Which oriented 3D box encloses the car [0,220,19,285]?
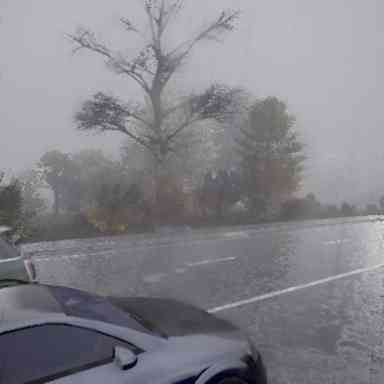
[{"bbox_3d":[-7.073,1.556,7.555,5.357,1.411,2.033,0,0,-36],"label":"car"}]

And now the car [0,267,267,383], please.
[{"bbox_3d":[-1.309,1.566,2.853,4.181,1.385,1.994,0,0,-35],"label":"car"}]

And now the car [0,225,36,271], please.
[{"bbox_3d":[-4.757,1.358,4.917,4.553,1.767,2.097,0,0,-35],"label":"car"}]
